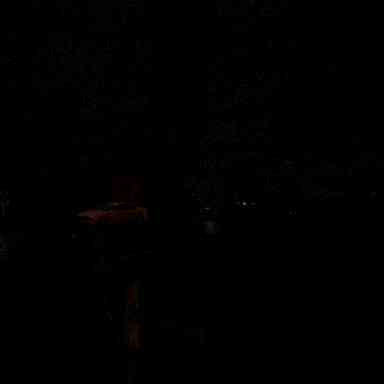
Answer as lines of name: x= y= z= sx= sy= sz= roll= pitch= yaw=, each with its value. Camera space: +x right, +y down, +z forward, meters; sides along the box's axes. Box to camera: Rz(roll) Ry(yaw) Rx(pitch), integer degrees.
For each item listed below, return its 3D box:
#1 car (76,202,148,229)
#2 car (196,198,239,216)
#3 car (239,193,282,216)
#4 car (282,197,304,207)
car: x=-5.021 y=1.428 z=21.457 sx=1.882 sy=1.535 sz=5.008 roll=0 pitch=0 yaw=36
car: x=2.267 y=1.429 z=31.507 sx=1.837 sy=1.490 sz=4.892 roll=0 pitch=1 yaw=36
car: x=6.310 y=1.146 z=32.068 sx=2.150 sy=2.045 sz=5.566 roll=0 pitch=0 yaw=36
car: x=14.643 y=1.457 z=48.427 sx=2.033 sy=1.411 sz=5.357 roll=0 pitch=0 yaw=36
